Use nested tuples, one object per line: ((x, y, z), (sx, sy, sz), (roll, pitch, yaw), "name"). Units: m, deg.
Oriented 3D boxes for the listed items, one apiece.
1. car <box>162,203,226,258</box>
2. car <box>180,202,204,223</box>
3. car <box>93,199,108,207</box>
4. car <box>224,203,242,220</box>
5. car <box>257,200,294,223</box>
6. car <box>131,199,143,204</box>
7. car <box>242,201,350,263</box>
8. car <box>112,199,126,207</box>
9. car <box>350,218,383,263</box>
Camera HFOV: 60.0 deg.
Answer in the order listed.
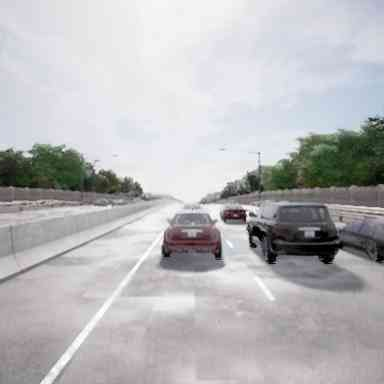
((0.022, 1.490, 13.462), (2.097, 1.767, 4.553), (0, -1, 1), "car")
((0.026, 1.730, 29.246), (1.882, 1.535, 5.008), (0, 0, 1), "car")
((-17.520, 2.072, 63.918), (1.837, 1.490, 4.892), (0, -1, 0), "car")
((3.525, 1.730, 29.265), (1.882, 1.535, 5.008), (0, 0, 0), "car")
((7.020, 1.599, 28.459), (2.097, 1.767, 4.553), (0, 0, 0), "car")
((-10.526, 2.051, 64.072), (1.882, 1.535, 5.008), (0, -1, 0), "car")
((3.509, 1.355, 12.578), (2.150, 2.045, 5.566), (0, 0, 0), "car")
((-14.024, 2.071, 64.040), (2.128, 1.511, 4.902), (0, -1, 0), "car")
((7.008, 1.678, 12.549), (2.033, 1.411, 5.357), (0, -1, 0), "car")
